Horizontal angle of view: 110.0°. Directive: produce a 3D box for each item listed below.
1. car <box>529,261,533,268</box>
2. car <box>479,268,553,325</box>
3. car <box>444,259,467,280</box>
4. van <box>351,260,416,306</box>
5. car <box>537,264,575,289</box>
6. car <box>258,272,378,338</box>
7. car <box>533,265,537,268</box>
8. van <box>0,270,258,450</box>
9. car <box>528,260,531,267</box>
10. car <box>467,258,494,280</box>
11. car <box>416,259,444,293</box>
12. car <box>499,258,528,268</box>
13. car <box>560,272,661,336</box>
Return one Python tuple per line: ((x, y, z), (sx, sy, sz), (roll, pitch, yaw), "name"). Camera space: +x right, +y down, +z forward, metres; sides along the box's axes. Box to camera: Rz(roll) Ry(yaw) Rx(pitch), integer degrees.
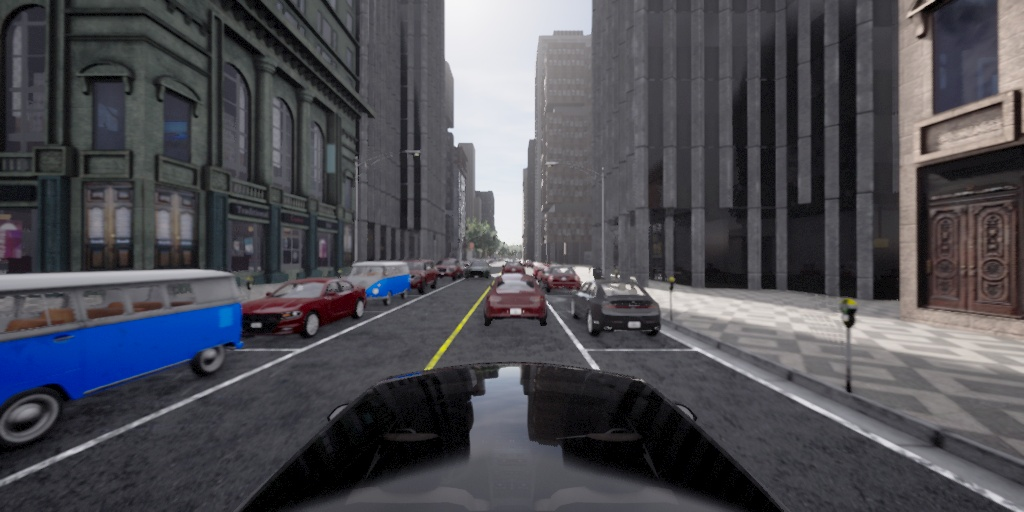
((2.811, 1.392, 32.073), (1.888, 1.381, 4.507), (0, 0, 0), "car")
((0.107, 1.307, 11.805), (1.812, 1.442, 4.674), (0, 0, 0), "car")
((-5.714, 1.161, 32.082), (2.192, 1.841, 5.009), (0, 0, 0), "car")
((-5.741, 1.135, 15.759), (1.690, 1.789, 3.998), (0, 0, 0), "van")
((2.793, 1.252, 21.192), (1.967, 1.591, 4.097), (0, 0, 0), "car")
((-5.750, 1.322, 10.318), (1.888, 1.381, 4.507), (0, 0, 0), "car")
((2.802, 1.411, 26.633), (1.802, 1.307, 4.207), (0, 0, 0), "car")
((-5.759, 1.101, 4.876), (1.690, 1.789, 3.998), (0, 0, 0), "van")
((2.865, 1.446, 64.714), (1.967, 1.591, 4.097), (0, 0, 0), "car")
((-3.047, 1.202, 32.939), (2.097, 1.767, 4.553), (0, 0, 0), "car")
((-5.732, 1.126, 21.200), (2.192, 1.841, 5.009), (0, 0, 0), "car")
((0.148, 1.203, 33.228), (2.097, 1.767, 4.553), (0, 0, 0), "car")
((2.776, 1.328, 10.310), (2.007, 1.370, 4.403), (0, 0, 0), "car")
